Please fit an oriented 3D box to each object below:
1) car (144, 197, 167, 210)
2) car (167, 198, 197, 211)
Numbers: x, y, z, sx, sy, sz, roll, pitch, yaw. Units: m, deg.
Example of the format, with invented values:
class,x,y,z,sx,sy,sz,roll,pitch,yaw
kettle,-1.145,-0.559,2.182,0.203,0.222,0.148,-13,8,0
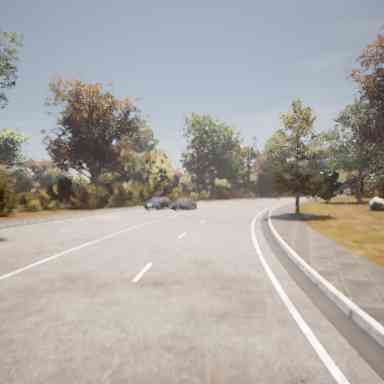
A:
class,x,y,z,sx,sy,sz,roll,pitch,yaw
car,-3.952,1.322,39.169,2.128,1.511,4.902,-1,0,19
car,-0.848,1.361,37.395,1.994,1.385,4.181,-1,0,18
